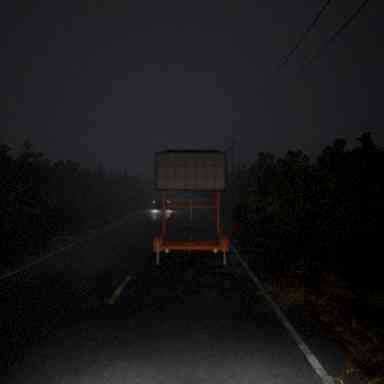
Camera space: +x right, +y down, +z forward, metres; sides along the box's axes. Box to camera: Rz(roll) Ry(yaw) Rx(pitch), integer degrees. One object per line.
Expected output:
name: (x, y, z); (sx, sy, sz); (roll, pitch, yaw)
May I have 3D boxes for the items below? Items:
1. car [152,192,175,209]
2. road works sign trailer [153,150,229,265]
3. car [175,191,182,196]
car: (-3.399, 1.042, 38.698); (2.097, 1.767, 4.553); (0, 0, 0)
road works sign trailer: (-0.030, 0.373, 11.266); (2.380, 3.560, 2.880); (0, 0, 0)
car: (-3.416, 0.486, 79.257); (2.097, 1.767, 4.553); (0, 0, 0)
